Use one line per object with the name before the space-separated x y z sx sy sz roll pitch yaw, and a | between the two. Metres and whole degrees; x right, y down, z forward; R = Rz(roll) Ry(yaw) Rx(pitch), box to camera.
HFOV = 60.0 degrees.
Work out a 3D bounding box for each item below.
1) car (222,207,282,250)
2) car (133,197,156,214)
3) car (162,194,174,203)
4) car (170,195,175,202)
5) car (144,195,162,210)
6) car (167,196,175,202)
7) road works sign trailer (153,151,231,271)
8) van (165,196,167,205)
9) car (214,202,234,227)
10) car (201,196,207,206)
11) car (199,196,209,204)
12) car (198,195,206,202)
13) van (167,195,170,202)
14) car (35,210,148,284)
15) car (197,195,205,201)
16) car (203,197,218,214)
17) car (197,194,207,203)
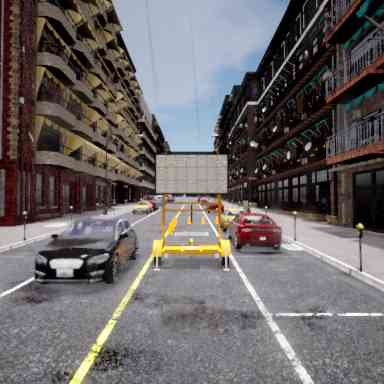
car | 2.571 1.561 14.296 1.887 1.381 4.507 1 0 0
car | -5.334 1.589 36.303 1.752 1.417 4.829 2 0 0
car | -5.374 1.518 75.186 2.192 1.841 5.009 1 0 0
car | -5.368 1.493 69.656 2.192 1.841 5.009 1 0 0
car | -5.335 1.394 42.005 2.192 1.841 5.009 2 0 0
car | -5.393 1.822 86.247 1.947 1.339 4.313 1 0 0
road works sign trailer | -0.011 0.475 10.959 2.380 3.560 2.880 0 0 0
van | -5.349 1.453 53.063 1.690 1.788 3.998 2 0 0
car | 2.565 1.551 19.998 1.752 1.417 4.829 1 0 0
car | 2.539 1.629 41.950 2.008 1.369 4.403 1 0 0
car | 2.517 1.618 69.604 1.967 1.590 4.097 1 0 0
car | 2.520 1.677 58.542 1.887 1.381 4.507 1 0 0
van | -5.356 1.474 58.595 1.690 1.788 3.998 1 0 0
car | -2.759 1.502 9.663 2.128 1.511 4.902 0 0 0
car | 2.449 1.725 91.729 1.967 1.590 4.097 1 0 0
car | 2.545 1.608 36.418 1.887 1.381 4.507 1 0 0
car | 2.465 1.543 80.666 2.192 1.841 5.009 1 0 0
